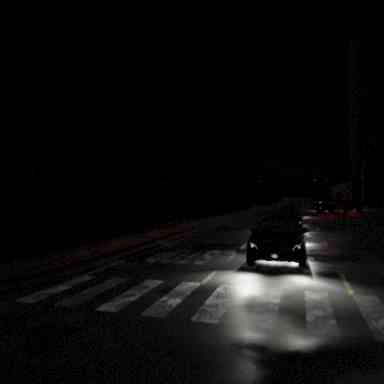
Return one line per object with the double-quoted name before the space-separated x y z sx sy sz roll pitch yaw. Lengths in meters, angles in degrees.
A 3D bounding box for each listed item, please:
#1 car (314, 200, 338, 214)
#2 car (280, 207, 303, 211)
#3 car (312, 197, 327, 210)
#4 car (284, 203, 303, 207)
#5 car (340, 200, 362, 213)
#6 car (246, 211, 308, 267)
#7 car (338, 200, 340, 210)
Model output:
"car" 16.725 2.010 41.758 1.895 1.301 4.718 -1 -1 18
"car" 5.992 1.821 20.778 1.895 1.301 4.718 -1 -1 18
"car" 20.669 1.762 53.904 2.150 2.045 5.566 -1 -1 18
"car" 8.824 1.915 29.455 1.895 1.301 4.718 -1 -1 18
"car" 20.895 1.895 43.401 1.837 1.490 4.892 -1 -1 18
"car" 3.171 1.652 12.129 1.812 1.442 4.674 -1 -1 18
"car" 23.705 2.012 52.195 1.812 1.442 4.674 -1 -1 18
